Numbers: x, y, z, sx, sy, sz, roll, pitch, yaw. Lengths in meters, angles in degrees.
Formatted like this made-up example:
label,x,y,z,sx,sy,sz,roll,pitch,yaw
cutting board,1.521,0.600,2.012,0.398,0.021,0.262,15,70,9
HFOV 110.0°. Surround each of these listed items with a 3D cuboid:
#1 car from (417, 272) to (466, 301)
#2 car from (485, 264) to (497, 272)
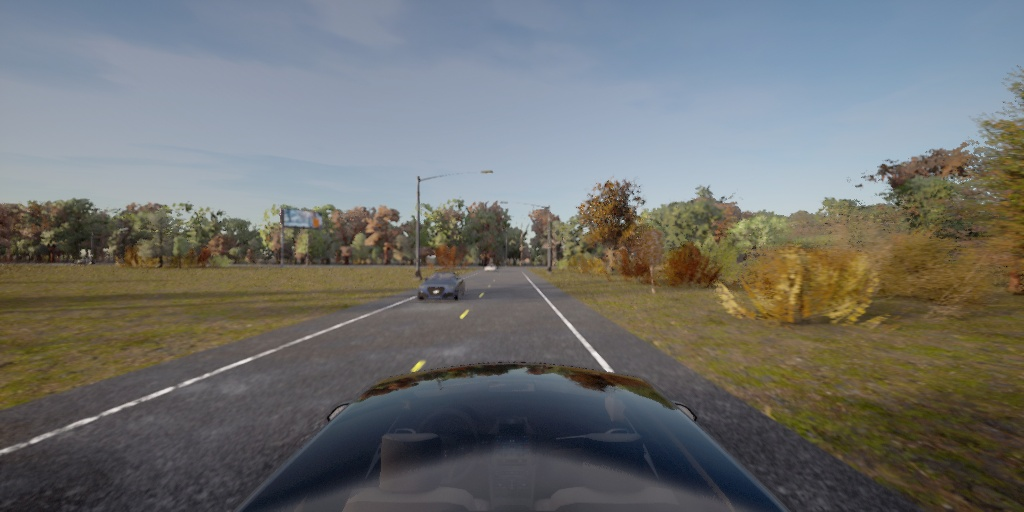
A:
label,x,y,z,sx,sy,sz,roll,pitch,yaw
car,-3.598,1.534,18.971,1.994,1.385,4.181,0,-1,0
car,-3.546,2.064,60.499,1.895,1.301,4.718,0,-1,1
